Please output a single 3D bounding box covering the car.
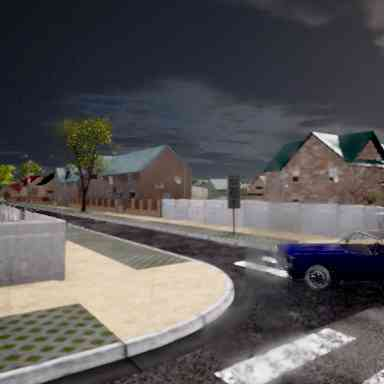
[{"bbox_3d":[4.582,1.693,8.552,4.718,1.301,1.895,0,0,4],"label":"car"}]
